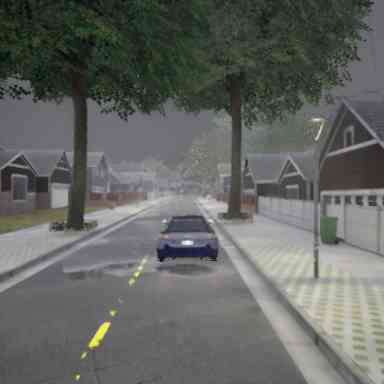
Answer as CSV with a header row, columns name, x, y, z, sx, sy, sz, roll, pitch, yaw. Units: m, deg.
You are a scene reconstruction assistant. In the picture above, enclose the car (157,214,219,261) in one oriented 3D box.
name,x,y,z,sx,sy,sz,roll,pitch,yaw
car,-0.156,1.481,11.971,1.994,1.385,4.181,0,0,-1
